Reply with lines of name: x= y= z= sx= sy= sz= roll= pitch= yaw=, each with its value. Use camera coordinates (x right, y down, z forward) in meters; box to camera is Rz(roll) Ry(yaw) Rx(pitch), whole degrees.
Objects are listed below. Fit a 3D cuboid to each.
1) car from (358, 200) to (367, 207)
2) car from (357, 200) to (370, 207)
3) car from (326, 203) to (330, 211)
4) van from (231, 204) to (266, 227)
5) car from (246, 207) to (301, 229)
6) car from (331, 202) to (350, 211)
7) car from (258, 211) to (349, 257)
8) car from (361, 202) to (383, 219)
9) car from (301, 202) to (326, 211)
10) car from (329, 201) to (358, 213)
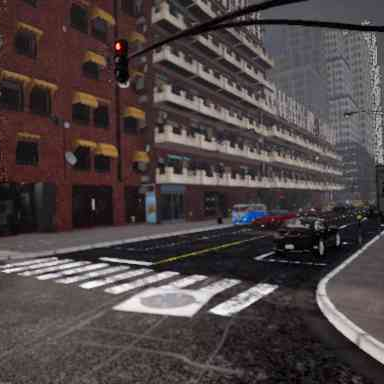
car: x=33.809 y=2.383 z=67.422 sx=1.752 sy=1.417 sz=4.829 roll=-3 pitch=-2 yaw=36
car: x=37.157 y=2.482 z=72.085 sx=1.802 sy=1.307 sz=4.206 roll=-3 pitch=-2 yaw=36
car: x=20.821 y=2.227 z=49.316 sx=1.752 sy=1.417 sz=4.829 roll=-3 pitch=-2 yaw=36
van: x=4.681 y=1.862 z=26.827 sx=1.690 sy=1.788 sz=3.998 roll=-3 pitch=-2 yaw=36
car: x=6.124 y=2.007 z=24.596 sx=1.895 sy=1.301 sz=4.718 roll=-3 pitch=-2 yaw=36
car: x=24.168 y=2.307 z=53.979 sx=1.947 sy=1.339 sz=4.313 roll=-3 pitch=-2 yaw=36
car: x=4.595 y=1.658 z=13.183 sx=2.008 sy=1.369 sz=4.403 roll=-3 pitch=-2 yaw=36
car: x=17.582 y=1.814 z=31.289 sx=1.947 sy=1.339 sz=4.313 roll=-3 pitch=-2 yaw=36
car: x=14.425 y=2.070 z=40.404 sx=1.967 sy=1.590 sz=4.097 roll=-3 pitch=-2 yaw=36
car: x=19.967 y=2.158 z=43.746 sx=1.895 sy=1.301 sz=4.718 roll=-3 pitch=-2 yaw=36
